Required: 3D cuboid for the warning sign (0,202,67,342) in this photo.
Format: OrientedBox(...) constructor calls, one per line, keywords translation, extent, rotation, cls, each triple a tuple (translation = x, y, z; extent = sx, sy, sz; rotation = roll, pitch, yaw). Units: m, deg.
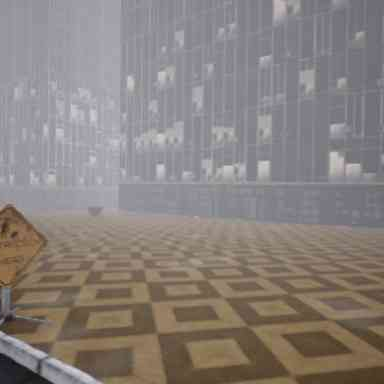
OrientedBox(translation=(-2.832, 1.104, 5.100), extent=(1.060, 1.860, 1.300), rotation=(1, 0, 35), cls="warning sign")
